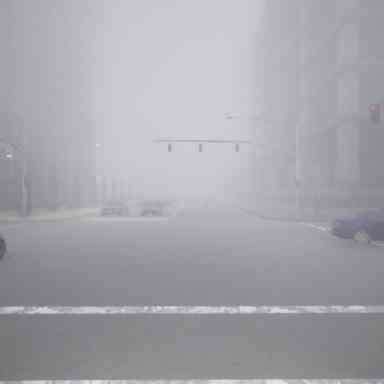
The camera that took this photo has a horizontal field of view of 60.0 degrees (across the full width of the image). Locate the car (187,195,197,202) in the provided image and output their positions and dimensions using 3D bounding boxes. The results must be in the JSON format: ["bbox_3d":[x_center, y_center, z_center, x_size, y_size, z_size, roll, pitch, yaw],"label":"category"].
[{"bbox_3d":[0.011,1.486,73.696,2.128,1.511,4.902,0,0,0],"label":"car"}]

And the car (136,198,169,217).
[{"bbox_3d":[-3.596,1.538,31.133,2.033,1.411,5.357,0,0,0],"label":"car"}]

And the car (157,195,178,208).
[{"bbox_3d":[-3.591,1.532,48.972,2.033,1.411,5.357,0,0,0],"label":"car"}]

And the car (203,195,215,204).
[{"bbox_3d":[3.510,1.471,64.620,2.128,1.511,4.902,0,0,0],"label":"car"}]

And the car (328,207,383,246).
[{"bbox_3d":[8.543,1.429,14.265,5.008,1.535,1.882,0,1,11],"label":"car"}]

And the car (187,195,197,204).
[{"bbox_3d":[0.009,1.472,64.309,2.128,1.511,4.902,0,0,0],"label":"car"}]

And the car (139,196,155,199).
[{"bbox_3d":[-7.086,1.491,49.408,1.837,1.490,4.892,0,0,0],"label":"car"}]

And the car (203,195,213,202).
[{"bbox_3d":[3.511,1.485,73.695,1.812,1.442,4.674,0,0,0],"label":"car"}]

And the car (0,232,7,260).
[{"bbox_3d":[-7.099,1.534,9.252,1.994,1.385,4.181,0,0,0],"label":"car"}]

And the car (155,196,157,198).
[{"bbox_3d":[-6.994,1.496,68.367,1.837,1.490,4.892,0,0,0],"label":"car"}]

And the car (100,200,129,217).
[{"bbox_3d":[-7.095,1.495,30.961,1.837,1.490,4.892,0,0,0],"label":"car"}]

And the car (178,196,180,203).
[{"bbox_3d":[-3.490,1.471,68.612,1.882,1.535,5.008,0,0,0],"label":"car"}]
